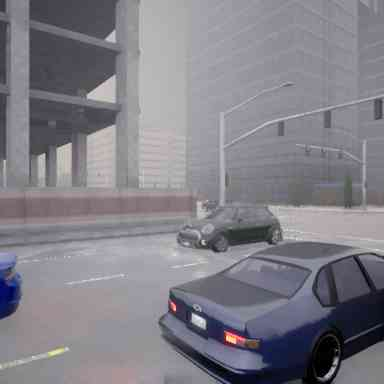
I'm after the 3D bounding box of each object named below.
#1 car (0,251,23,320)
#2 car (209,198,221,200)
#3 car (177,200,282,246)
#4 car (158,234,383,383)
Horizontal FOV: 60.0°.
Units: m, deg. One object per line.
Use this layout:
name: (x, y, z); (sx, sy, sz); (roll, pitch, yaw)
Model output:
car: (-5.159, 1.477, 4.616); (5.008, 1.535, 1.882); (0, 0, -36)
car: (3.053, 1.505, 37.394); (1.837, 1.490, 4.892); (0, 0, -36)
car: (1.622, 1.352, 13.781); (4.553, 1.767, 2.097); (0, 0, -36)
car: (2.130, 1.547, 5.310); (5.357, 1.411, 2.033); (0, 0, -35)
